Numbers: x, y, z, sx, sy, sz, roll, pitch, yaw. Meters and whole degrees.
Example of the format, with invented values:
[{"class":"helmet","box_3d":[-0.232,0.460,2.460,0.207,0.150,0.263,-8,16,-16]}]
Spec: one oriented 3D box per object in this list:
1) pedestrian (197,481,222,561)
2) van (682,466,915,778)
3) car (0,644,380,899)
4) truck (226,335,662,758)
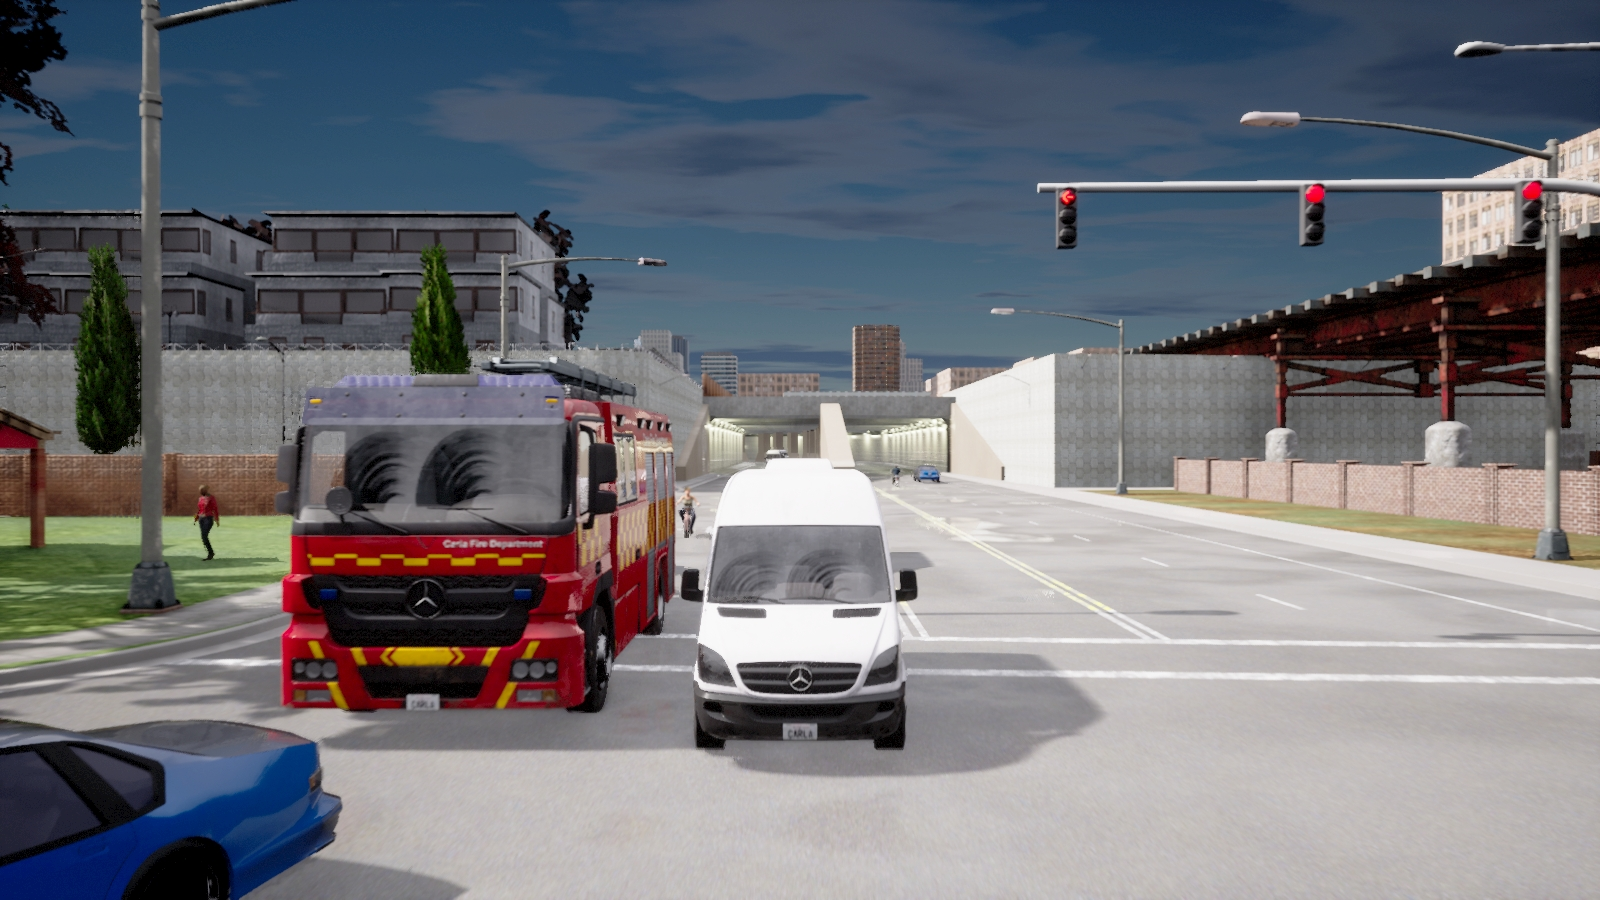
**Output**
[{"class":"pedestrian","box_3d":[-13.945,1.673,26.992,0.375,1.860,0.375,0,0,19]},{"class":"van","box_3d":[-0.013,1.512,12.700,1.988,2.561,5.915,0,0,0]},{"class":"car","box_3d":[-4.695,2.089,5.278,2.033,1.411,5.357,0,0,23]},{"class":"truck","box_3d":[-3.740,0.868,14.590,2.891,3.827,8.468,0,0,0]}]
